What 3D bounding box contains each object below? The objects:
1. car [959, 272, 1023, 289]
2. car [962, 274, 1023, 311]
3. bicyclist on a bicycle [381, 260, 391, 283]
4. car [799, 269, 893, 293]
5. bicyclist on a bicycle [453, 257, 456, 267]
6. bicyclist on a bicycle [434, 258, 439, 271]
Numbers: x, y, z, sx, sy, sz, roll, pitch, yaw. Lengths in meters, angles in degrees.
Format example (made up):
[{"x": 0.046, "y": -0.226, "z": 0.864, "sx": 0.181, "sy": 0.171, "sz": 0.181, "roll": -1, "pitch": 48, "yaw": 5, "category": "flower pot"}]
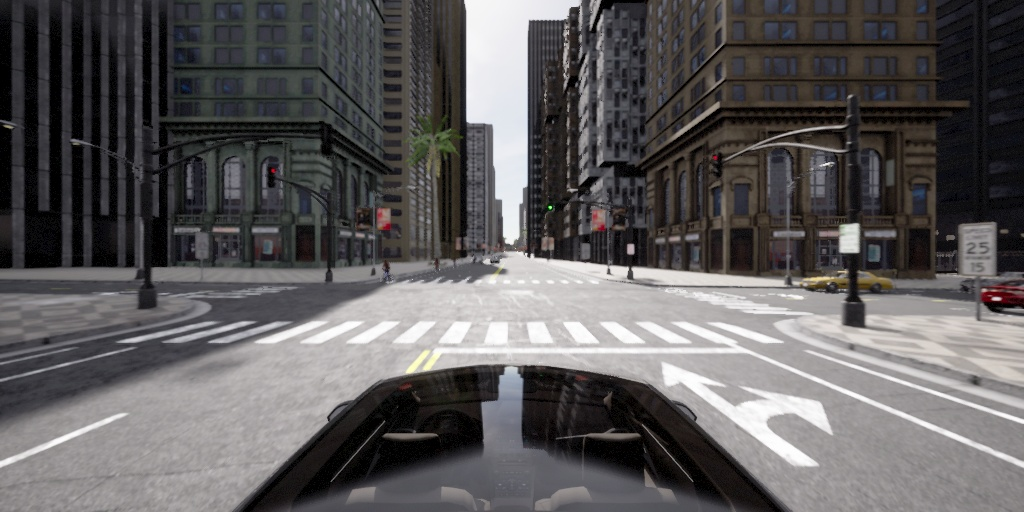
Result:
[{"x": 30.521, "y": 1.665, "z": 22.185, "sx": 4.403, "sy": 1.370, "sz": 2.007, "roll": 0, "pitch": 0, "yaw": 0, "category": "car"}, {"x": 20.721, "y": 1.533, "z": 13.677, "sx": 4.507, "sy": 1.381, "sz": 1.888, "roll": 0, "pitch": 0, "yaw": 0, "category": "car"}, {"x": -8.764, "y": 1.096, "z": 25.048, "sx": 0.582, "sy": 1.620, "sz": 1.656, "roll": 0, "pitch": 0, "yaw": 0, "category": "bicyclist on a bicycle"}, {"x": 20.580, "y": 1.507, "z": 22.205, "sx": 4.829, "sy": 1.417, "sz": 1.751, "roll": 0, "pitch": 0, "yaw": 0, "category": "car"}, {"x": -8.733, "y": 0.956, "z": 54.613, "sx": 0.582, "sy": 1.620, "sz": 1.656, "roll": 0, "pitch": 1, "yaw": 0, "category": "bicyclist on a bicycle"}, {"x": -8.737, "y": 1.019, "z": 41.708, "sx": 0.582, "sy": 1.620, "sz": 1.656, "roll": 0, "pitch": 1, "yaw": 0, "category": "bicyclist on a bicycle"}]
